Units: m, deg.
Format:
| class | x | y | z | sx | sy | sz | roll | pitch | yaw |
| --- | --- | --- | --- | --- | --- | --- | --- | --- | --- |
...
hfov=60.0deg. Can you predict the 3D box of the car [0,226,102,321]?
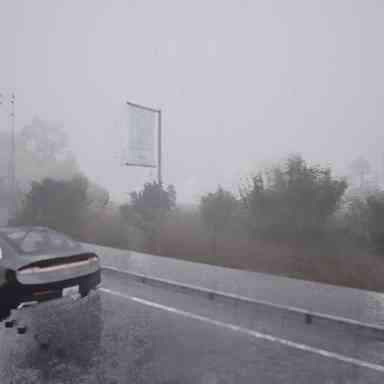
| class | x | y | z | sx | sy | sz | roll | pitch | yaw |
| --- | --- | --- | --- | --- | --- | --- | --- | --- | --- |
| car | -3.986 | 1.505 | 7.324 | 4.902 | 1.511 | 2.128 | 0 | 0 | 39 |
